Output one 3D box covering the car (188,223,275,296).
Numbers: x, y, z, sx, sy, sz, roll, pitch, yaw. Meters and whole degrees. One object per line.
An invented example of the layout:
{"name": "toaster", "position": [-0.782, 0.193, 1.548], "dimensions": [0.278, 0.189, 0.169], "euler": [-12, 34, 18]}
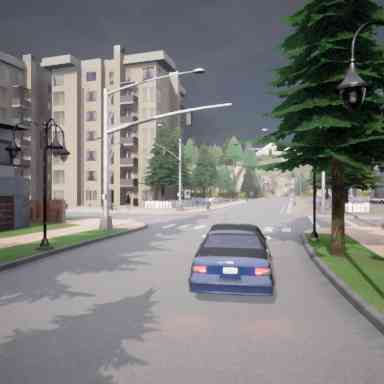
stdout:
{"name": "car", "position": [1.137, 1.547, 8.833], "dimensions": [2.033, 1.411, 5.357], "euler": [0, 0, 9]}
